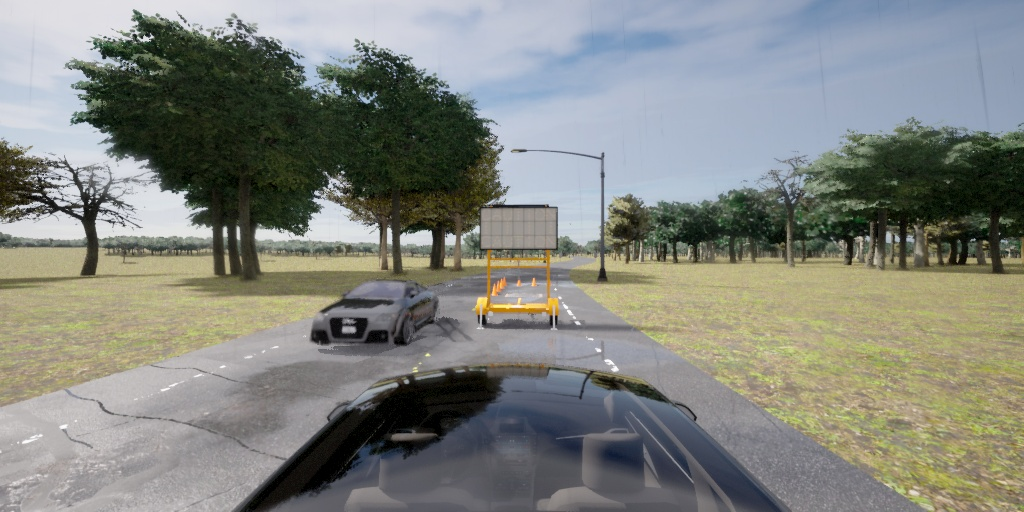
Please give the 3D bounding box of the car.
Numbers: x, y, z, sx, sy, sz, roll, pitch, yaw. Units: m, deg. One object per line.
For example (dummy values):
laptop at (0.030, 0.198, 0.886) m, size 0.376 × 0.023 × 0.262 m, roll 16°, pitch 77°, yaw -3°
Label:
car at (-3.248, 1.312, 9.288) m, size 1.994 × 1.385 × 4.181 m, roll 0°, pitch 0°, yaw 2°

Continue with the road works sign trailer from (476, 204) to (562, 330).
road works sign trailer at (0.208, 0.215, 11.139) m, size 2.380 × 3.560 × 2.880 m, roll 0°, pitch 0°, yaw 3°
